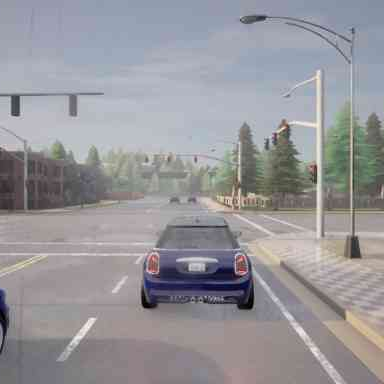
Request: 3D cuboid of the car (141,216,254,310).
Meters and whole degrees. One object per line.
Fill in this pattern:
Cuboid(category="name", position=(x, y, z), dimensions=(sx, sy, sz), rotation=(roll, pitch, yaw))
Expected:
Cuboid(category="car", position=(0.155, 1.352, 8.018), dimensions=(2.097, 1.767, 4.553), rotation=(0, 0, 2))

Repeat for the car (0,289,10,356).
Cuboid(category="car", position=(-3.442, 1.478, 2.563), dimensions=(1.882, 1.535, 5.008), rotation=(0, 0, 0))

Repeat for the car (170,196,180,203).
Cuboid(category="car", position=(-3.495, 1.505, 68.307), dimensions=(1.837, 1.490, 4.892), rotation=(0, 0, 0))

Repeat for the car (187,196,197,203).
Cuboid(category="car", position=(0.005, 1.505, 68.306), dimensions=(1.837, 1.490, 4.892), rotation=(0, 0, 0))
